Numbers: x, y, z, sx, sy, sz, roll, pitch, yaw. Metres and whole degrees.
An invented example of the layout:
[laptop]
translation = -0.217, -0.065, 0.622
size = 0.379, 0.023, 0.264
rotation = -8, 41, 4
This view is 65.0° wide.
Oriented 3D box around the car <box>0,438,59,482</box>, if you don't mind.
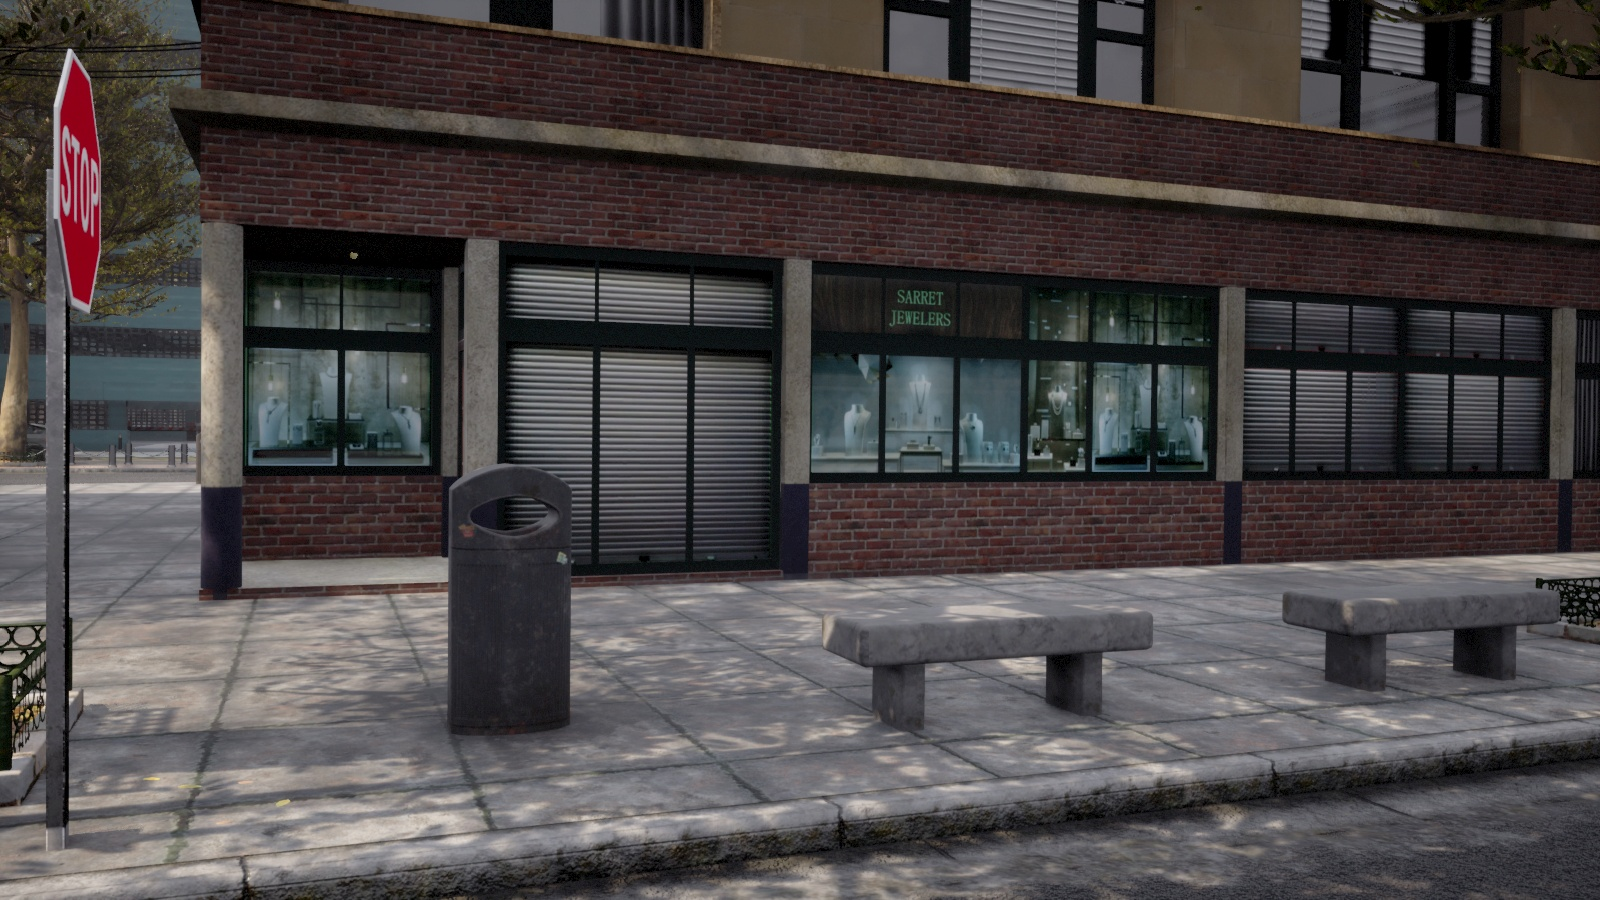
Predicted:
[car]
translation = -28.937, 0.355, 45.105
size = 3.705, 1.549, 1.789
rotation = -1, 1, -21
